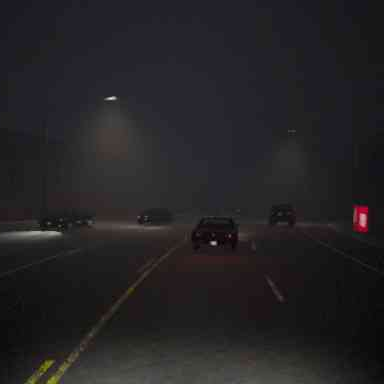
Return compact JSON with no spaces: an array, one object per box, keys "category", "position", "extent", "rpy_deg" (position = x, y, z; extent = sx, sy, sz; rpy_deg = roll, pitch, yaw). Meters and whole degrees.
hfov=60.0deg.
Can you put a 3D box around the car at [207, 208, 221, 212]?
[{"category":"car","position":[4.202,3.656,61.995],"extent":[1.812,1.442,4.674],"rpy_deg":[1,-2,19]}]

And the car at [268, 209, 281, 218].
[{"category":"car","position":[15.145,3.858,61.202],"extent":[1.882,1.535,5.008],"rpy_deg":[1,-2,19]}]

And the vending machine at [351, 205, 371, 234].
[{"category":"vending machine","position":[12.848,2.033,25.298],"extent":[1.100,2.100,0.880],"rpy_deg":[2,-1,16]}]

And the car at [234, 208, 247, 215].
[{"category":"car","position":[10.012,3.924,68.139],"extent":[1.994,1.385,4.181],"rpy_deg":[1,-2,19]}]

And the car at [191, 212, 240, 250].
[{"category":"car","position":[1.203,1.824,15.546],"extent":[1.895,1.301,4.718],"rpy_deg":[1,-1,9]}]

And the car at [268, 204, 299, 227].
[{"category":"car","position":[8.939,2.276,32.724],"extent":[2.150,2.045,5.566],"rpy_deg":[0,-3,21]}]

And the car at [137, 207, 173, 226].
[{"category":"car","position":[-3.102,2.097,29.013],"extent":[1.837,1.490,4.892],"rpy_deg":[1,-3,15]}]

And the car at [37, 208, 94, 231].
[{"category":"car","position":[-8.297,1.787,22.219],"extent":[1.994,1.385,4.181],"rpy_deg":[1,-2,12]}]
